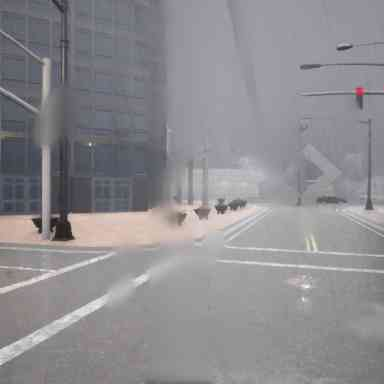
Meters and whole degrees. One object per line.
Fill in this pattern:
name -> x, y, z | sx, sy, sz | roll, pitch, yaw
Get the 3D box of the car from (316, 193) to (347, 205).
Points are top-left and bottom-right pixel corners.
car -> 23.307, 1.387, 55.634 | 4.892, 1.490, 1.837 | 0, 1, 11
